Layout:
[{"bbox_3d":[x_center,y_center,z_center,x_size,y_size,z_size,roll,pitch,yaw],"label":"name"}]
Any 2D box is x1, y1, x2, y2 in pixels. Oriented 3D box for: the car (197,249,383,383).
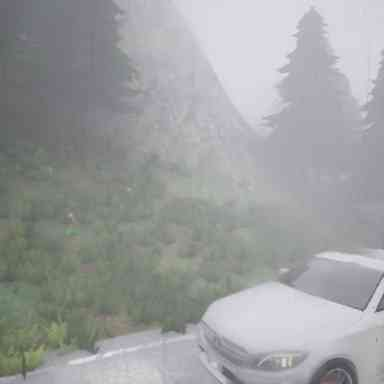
[{"bbox_3d":[2.331,1.584,4.631,4.674,1.442,1.812,1,-1,-26],"label":"car"}]
